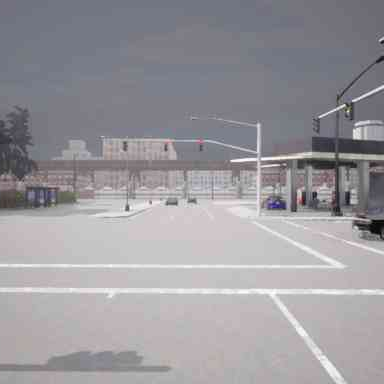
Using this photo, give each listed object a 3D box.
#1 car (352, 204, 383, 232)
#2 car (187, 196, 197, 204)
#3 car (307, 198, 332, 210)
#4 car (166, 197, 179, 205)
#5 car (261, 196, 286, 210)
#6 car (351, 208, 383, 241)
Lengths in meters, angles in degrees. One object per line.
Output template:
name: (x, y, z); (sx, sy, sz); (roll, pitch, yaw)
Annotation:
car: (12.297, 1.505, 19.562); (4.892, 1.490, 1.837); (0, 0, -1)
car: (0.022, 1.547, 64.404); (2.033, 1.411, 5.357); (0, 0, 0)
car: (15.469, 1.456, 40.486); (1.970, 1.475, 3.806); (0, 0, 0)
car: (-3.380, 1.564, 57.458); (1.994, 1.385, 4.181); (0, 0, 0)
car: (9.724, 1.295, 39.725); (2.242, 1.667, 4.611); (0, 0, 0)
car: (10.226, 1.491, 15.874); (4.902, 1.511, 2.128); (0, 0, -1)
